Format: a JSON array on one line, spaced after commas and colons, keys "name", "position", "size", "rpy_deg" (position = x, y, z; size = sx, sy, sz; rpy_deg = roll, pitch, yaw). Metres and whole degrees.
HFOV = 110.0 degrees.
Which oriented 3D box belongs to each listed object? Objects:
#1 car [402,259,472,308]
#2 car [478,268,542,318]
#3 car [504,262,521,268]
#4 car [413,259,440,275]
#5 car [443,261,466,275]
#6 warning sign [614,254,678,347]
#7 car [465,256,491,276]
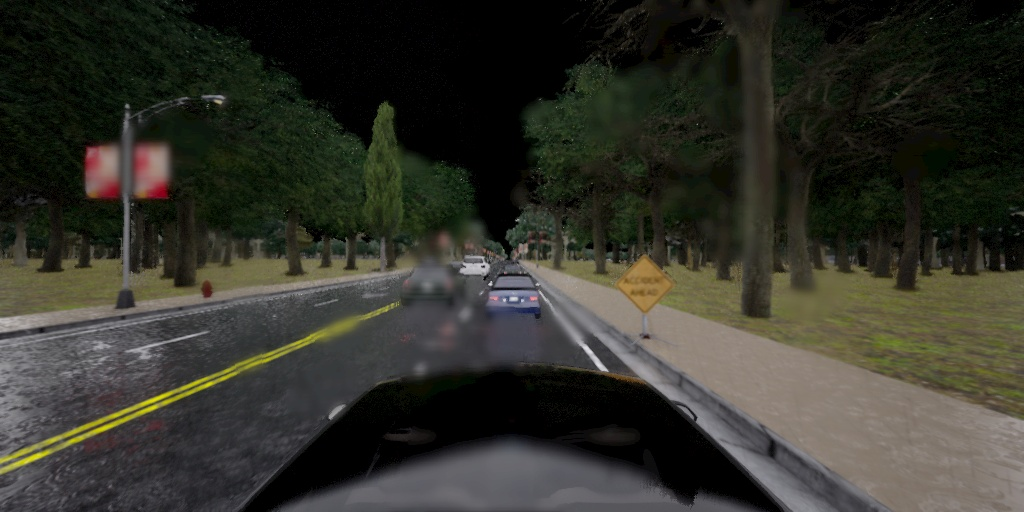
[{"name": "car", "position": [-3.170, 1.155, 15.605], "size": [2.097, 1.767, 4.553], "rpy_deg": [0, 0, 0]}, {"name": "car", "position": [0.080, 1.343, 13.247], "size": [2.033, 1.411, 5.357], "rpy_deg": [0, 0, 0]}, {"name": "car", "position": [0.054, 1.436, 31.726], "size": [1.895, 1.301, 4.718], "rpy_deg": [0, 0, 0]}, {"name": "car", "position": [-9.913, 1.191, 41.952], "size": [2.097, 1.767, 4.553], "rpy_deg": [0, 0, 0]}, {"name": "car", "position": [-6.664, 1.344, 42.099], "size": [1.837, 1.490, 4.892], "rpy_deg": [0, 0, 0]}, {"name": "warning sign", "position": [2.850, 0.890, 7.700], "size": [1.300, 1.860, 1.060], "rpy_deg": [0, 0, 0]}, {"name": "car", "position": [-3.196, 1.058, 32.434], "size": [2.150, 2.045, 5.566], "rpy_deg": [0, 0, 0]}]
